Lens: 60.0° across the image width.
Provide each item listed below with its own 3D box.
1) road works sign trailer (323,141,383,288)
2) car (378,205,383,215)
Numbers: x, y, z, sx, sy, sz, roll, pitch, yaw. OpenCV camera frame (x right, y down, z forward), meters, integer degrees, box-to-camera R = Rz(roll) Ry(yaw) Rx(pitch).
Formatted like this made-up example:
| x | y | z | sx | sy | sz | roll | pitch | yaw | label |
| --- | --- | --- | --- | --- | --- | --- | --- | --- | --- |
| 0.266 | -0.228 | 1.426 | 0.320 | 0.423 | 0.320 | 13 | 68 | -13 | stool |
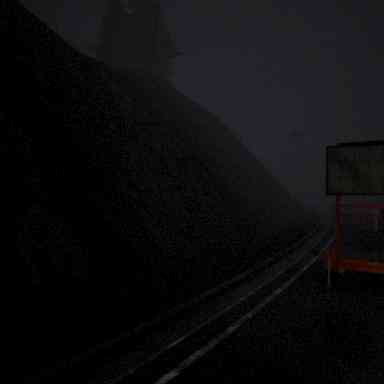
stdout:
| x | y | z | sx | sy | sz | roll | pitch | yaw | label |
| --- | --- | --- | --- | --- | --- | --- | --- | --- | --- |
| 4.787 | 0.488 | 8.641 | 2.380 | 3.560 | 2.880 | 0 | 0 | 28 | road works sign trailer |
| 18.612 | 1.638 | 30.509 | 2.033 | 1.411 | 5.357 | 0 | 0 | 18 | car |
